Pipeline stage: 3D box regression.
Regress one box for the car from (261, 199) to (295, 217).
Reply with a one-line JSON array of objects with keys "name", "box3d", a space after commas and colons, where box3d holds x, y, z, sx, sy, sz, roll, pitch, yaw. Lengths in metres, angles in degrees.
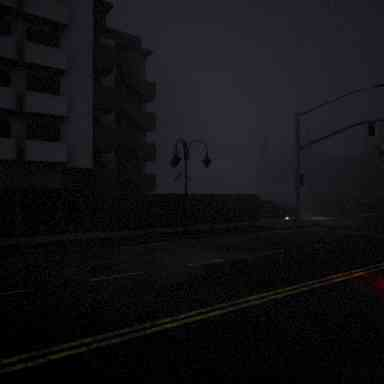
[{"name": "car", "box3d": [7.818, 1.477, 32.198, 1.882, 1.535, 5.008, 0, 0, -38]}]
